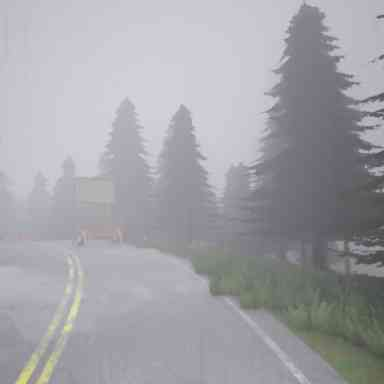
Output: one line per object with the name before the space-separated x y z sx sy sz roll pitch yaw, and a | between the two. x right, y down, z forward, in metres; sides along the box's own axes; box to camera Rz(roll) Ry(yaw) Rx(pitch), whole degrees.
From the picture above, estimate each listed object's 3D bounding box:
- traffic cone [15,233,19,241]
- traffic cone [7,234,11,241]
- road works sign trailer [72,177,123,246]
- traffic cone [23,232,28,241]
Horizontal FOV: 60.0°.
traffic cone | -12.560 3.220 23.839 0.340 0.580 0.340 3 -8 -43
traffic cone | -13.919 3.451 25.300 0.340 0.580 0.340 3 -9 -43
road works sign trailer | -5.463 1.027 18.283 2.380 3.560 2.880 3 -6 -42
traffic cone | -11.204 3.012 22.380 0.340 0.580 0.340 3 -8 -43
